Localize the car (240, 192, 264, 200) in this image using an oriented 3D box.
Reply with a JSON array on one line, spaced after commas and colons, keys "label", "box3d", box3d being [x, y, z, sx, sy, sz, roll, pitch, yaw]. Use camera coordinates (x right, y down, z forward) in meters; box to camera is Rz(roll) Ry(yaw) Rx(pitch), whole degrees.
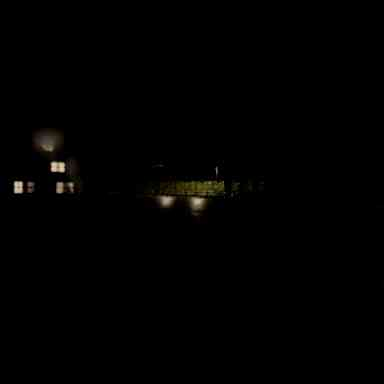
[{"label": "car", "box3d": [10.960, 0.691, 60.602, 2.128, 1.511, 4.902, 0, 1, -35]}]
